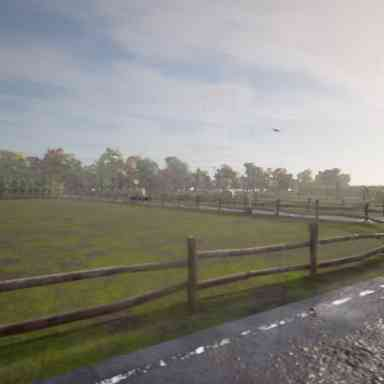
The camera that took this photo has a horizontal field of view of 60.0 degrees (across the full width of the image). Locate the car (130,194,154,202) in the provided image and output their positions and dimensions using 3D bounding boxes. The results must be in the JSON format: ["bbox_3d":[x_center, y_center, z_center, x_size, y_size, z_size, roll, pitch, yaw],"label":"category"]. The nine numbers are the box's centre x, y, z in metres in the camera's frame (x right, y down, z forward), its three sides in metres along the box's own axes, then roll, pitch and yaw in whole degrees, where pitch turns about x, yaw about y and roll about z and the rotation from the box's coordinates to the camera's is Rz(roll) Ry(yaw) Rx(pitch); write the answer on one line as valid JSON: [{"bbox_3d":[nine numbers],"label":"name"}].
[{"bbox_3d":[-7.948,0.959,52.701,1.895,1.301,4.718,1,0,-36],"label":"car"}]
